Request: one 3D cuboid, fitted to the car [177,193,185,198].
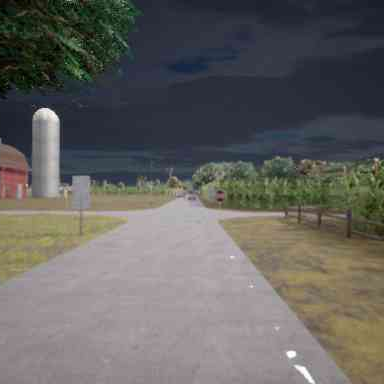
[{"bbox_3d":[-2.726,0.935,84.651,1.994,1.385,4.181,0,0,0],"label":"car"}]

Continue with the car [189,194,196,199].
[{"bbox_3d":[0.026,1.175,90.510,1.895,1.301,4.718,0,0,0],"label":"car"}]

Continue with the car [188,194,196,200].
[{"bbox_3d":[0.023,1.328,80.473,1.994,1.385,4.181,0,0,0],"label":"car"}]
